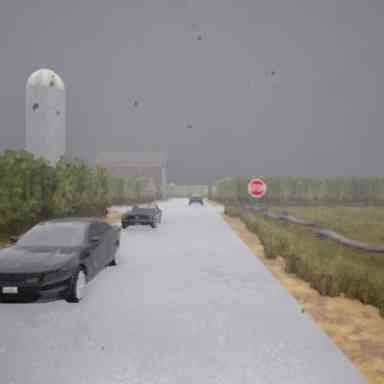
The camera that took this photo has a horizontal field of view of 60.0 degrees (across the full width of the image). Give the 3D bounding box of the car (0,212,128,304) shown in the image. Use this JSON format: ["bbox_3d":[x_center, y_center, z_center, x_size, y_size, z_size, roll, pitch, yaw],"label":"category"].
[{"bbox_3d":[-3.121,1.402,8.271,1.882,1.535,5.008,0,1,1],"label":"car"}]

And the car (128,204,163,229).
[{"bbox_3d":[-2.918,1.387,20.114,1.895,1.301,4.718,0,1,1],"label":"car"}]

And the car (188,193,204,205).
[{"bbox_3d":[0.527,0.966,44.761,1.837,1.490,4.892,0,1,1],"label":"car"}]
